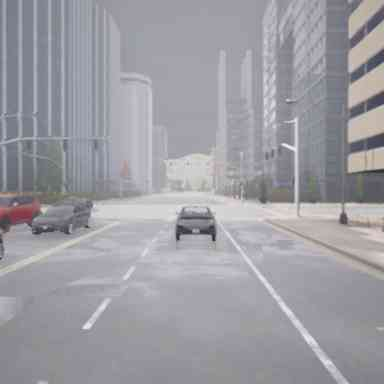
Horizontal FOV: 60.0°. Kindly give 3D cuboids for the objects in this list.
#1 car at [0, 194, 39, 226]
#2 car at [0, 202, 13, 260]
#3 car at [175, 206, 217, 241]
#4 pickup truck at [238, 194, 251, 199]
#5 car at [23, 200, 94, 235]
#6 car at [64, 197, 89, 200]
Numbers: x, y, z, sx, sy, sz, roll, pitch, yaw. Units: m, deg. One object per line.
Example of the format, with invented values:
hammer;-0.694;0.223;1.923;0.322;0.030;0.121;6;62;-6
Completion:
car;-10.416;1.125;18.435;2.150;2.045;5.566;0;0;1
car;-7.043;1.302;8.706;2.097;1.767;4.553;0;0;0
car;0.179;1.407;16.288;2.128;1.511;4.902;0;0;0
pickup truck;13.555;0.645;82.355;2.390;2.098;6.274;0;0;31
car;-6.921;1.405;18.131;1.837;1.490;4.892;0;1;1
car;-13.438;1.304;37.699;4.892;1.490;1.837;1;0;25
